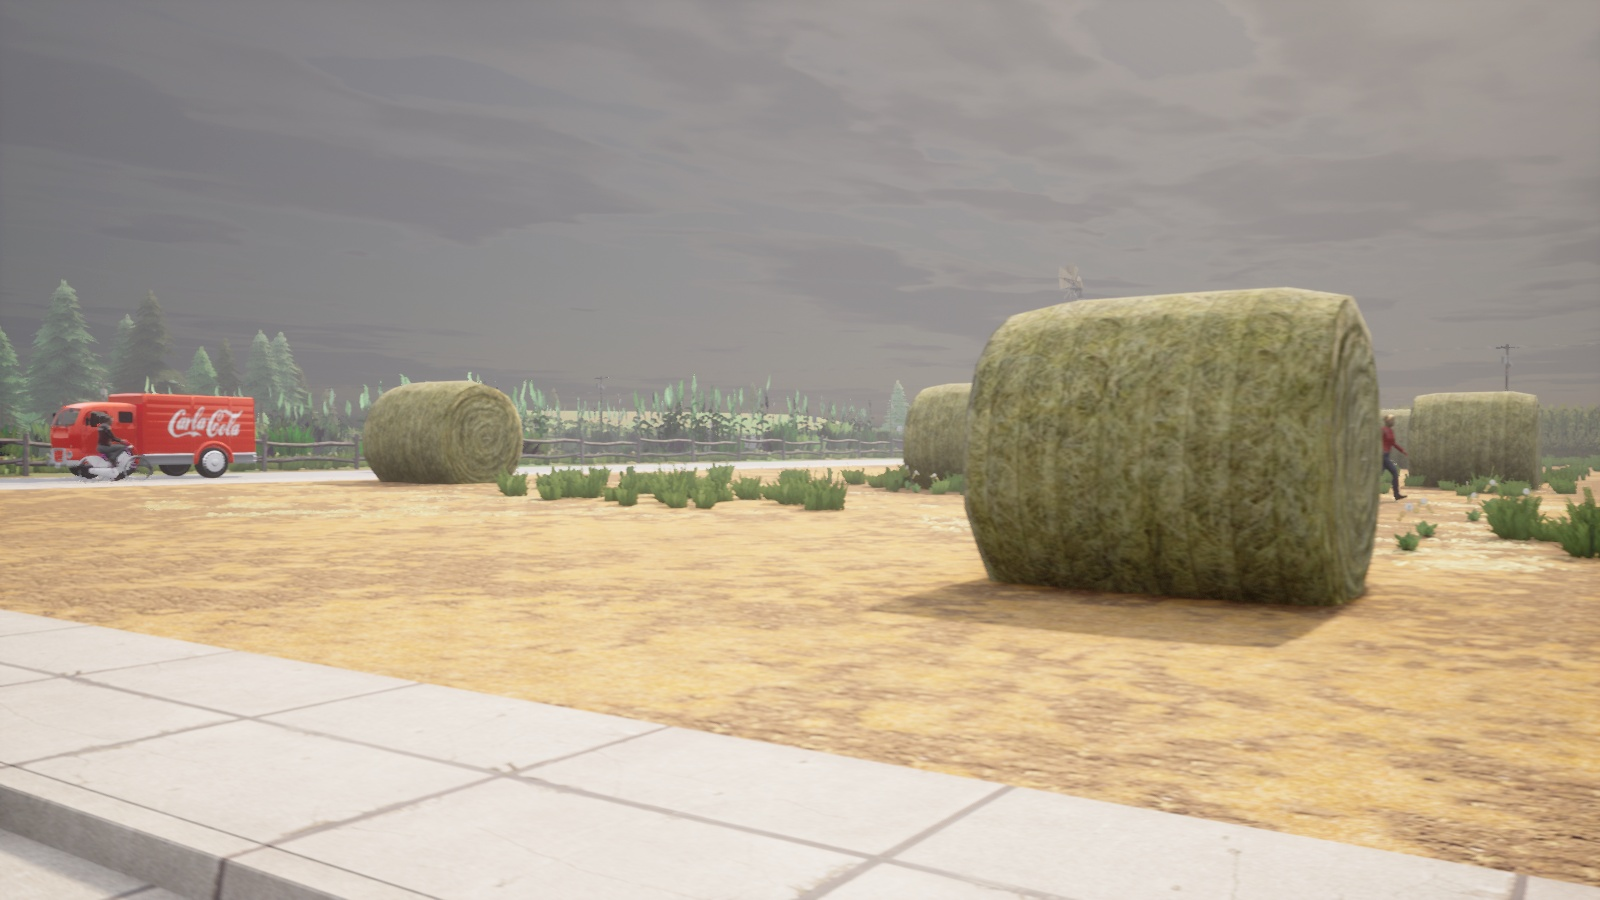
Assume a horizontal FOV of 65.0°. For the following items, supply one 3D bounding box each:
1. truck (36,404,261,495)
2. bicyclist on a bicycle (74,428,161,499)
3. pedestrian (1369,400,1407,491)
[{"bbox_3d":[-18.990,-0.064,36.853,2.627,2.467,5.204,0,1,36],"label":"truck"},{"bbox_3d":[-17.735,0.334,32.656,0.659,1.776,1.843,0,1,36],"label":"bicyclist on a bicycle"},{"bbox_3d":[12.016,-0.096,25.656,0.636,1.846,0.331,0,1,42],"label":"pedestrian"}]
